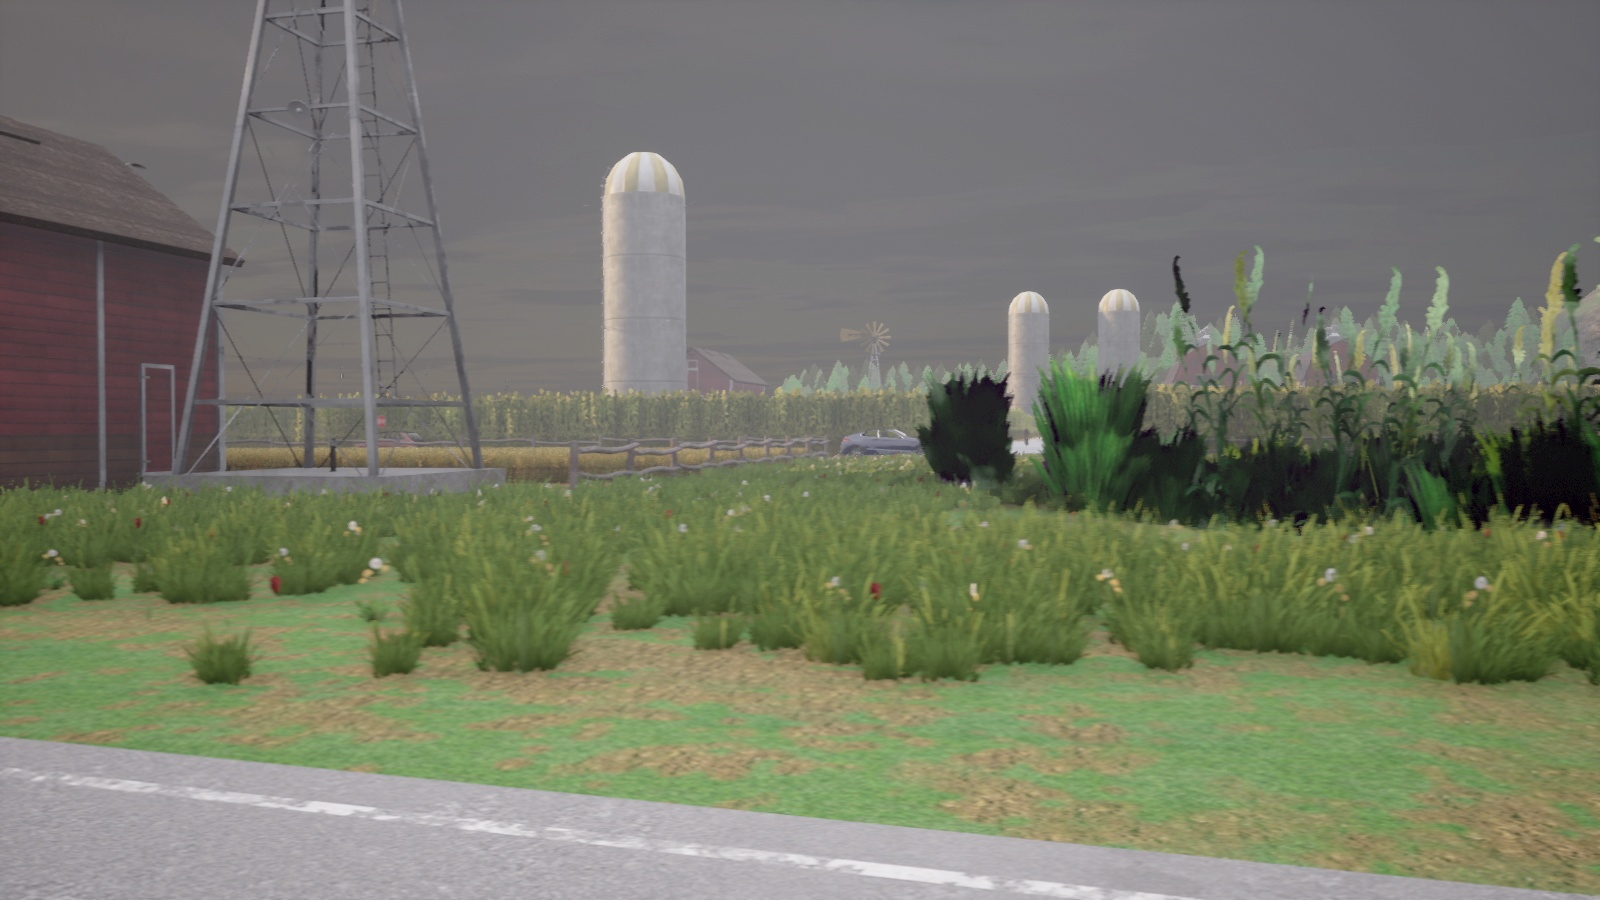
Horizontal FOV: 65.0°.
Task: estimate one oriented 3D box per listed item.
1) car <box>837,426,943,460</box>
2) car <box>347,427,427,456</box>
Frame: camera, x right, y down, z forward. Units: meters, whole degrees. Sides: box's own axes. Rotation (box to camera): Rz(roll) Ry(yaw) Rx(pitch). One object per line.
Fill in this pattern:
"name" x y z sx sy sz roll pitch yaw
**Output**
"car" 4.514 -0.379 62.544 5.027 1.651 2.152 0 1 11
"car" -23.691 -0.519 72.152 3.988 1.617 1.851 0 1 13
